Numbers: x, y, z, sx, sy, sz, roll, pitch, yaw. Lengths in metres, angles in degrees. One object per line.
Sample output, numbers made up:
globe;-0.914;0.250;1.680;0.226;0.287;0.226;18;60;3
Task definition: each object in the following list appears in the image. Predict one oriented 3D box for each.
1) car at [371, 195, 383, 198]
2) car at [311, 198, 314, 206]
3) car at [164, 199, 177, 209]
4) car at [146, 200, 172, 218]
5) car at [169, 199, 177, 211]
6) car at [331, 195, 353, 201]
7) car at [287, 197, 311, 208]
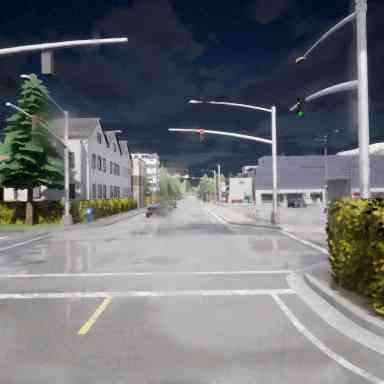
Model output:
car;19.128;1.183;31.253;1.905;1.878;3.866;-1;-1;0
car;19.092;1.573;56.179;1.970;1.475;3.806;-1;-1;0
car;-3.523;1.995;55.276;1.837;1.490;4.892;-1;-1;0
car;-3.588;1.844;34.567;2.033;1.411;5.357;-1;-1;0
car;-3.572;1.885;44.863;2.128;1.511;4.902;-1;-1;0
car;25.507;1.398;56.516;2.152;1.636;5.027;-1;-1;0
car;15.444;1.629;49.122;2.007;1.523;4.514;-1;-1;0
